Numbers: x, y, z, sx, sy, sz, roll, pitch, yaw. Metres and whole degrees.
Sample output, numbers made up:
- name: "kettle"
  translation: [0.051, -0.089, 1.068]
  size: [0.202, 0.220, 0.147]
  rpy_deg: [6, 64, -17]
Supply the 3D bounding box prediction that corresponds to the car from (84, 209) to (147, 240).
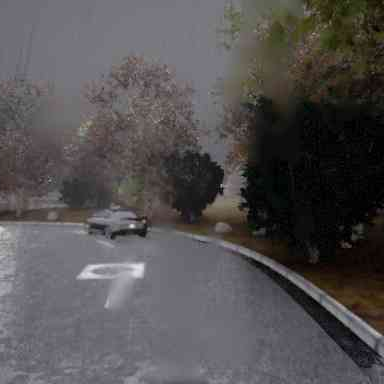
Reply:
- name: "car"
  translation: [-4.035, 1.575, 17.188]
  size: [1.994, 1.385, 4.181]
  rpy_deg: [1, -1, -38]
